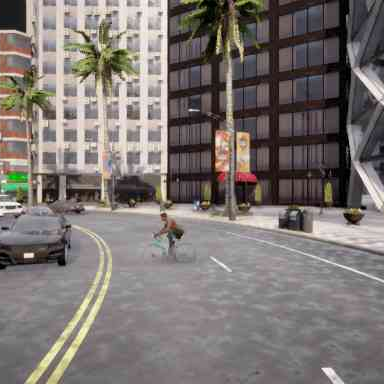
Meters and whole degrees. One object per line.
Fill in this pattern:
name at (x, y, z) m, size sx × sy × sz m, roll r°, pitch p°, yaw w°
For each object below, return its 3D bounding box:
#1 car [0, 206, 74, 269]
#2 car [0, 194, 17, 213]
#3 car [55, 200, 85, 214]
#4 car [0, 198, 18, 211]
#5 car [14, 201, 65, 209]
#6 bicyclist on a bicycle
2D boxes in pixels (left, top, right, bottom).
car at (-5.267, 1.478, 11.543) m, size 1.882 × 1.535 × 5.008 m, roll 0°, pitch 0°, yaw -18°
car at (-16.602, 1.221, 28.428) m, size 5.566 × 2.045 × 2.150 m, roll 0°, pitch 0°, yaw 39°
car at (-13.513, 1.547, 34.945) m, size 5.357 × 1.411 × 2.033 m, roll 0°, pitch 0°, yaw 36°
car at (-23.673, 1.526, 40.649) m, size 4.674 × 1.442 × 1.812 m, roll 0°, pitch 0°, yaw 24°
car at (-9.575, 1.526, 20.645) m, size 1.812 × 1.442 × 4.674 m, roll 0°, pitch 0°, yaw -35°
bicyclist on a bicycle at (-0.696, 1.453, 10.199) m, size 1.656 × 1.620 × 0.582 m, roll 0°, pitch 0°, yaw -12°
